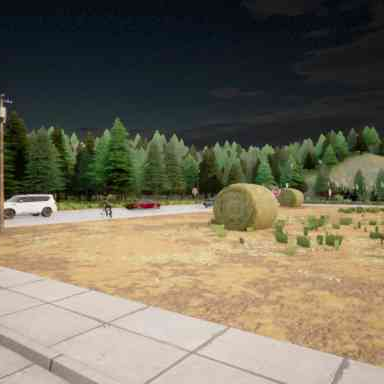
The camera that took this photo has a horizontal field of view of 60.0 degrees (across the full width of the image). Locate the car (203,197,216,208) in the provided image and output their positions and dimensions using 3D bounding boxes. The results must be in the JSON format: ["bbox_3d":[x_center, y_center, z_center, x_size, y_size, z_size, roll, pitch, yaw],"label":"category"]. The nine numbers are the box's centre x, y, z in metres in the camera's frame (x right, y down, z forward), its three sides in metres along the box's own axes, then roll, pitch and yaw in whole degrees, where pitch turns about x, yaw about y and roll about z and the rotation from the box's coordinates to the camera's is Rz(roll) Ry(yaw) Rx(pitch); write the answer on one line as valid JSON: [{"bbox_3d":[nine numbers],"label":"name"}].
[{"bbox_3d":[3.557,1.518,47.757,2.128,1.511,4.902,0,0,37],"label":"car"}]

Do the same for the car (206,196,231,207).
[{"bbox_3d":[4.427,1.542,54.881,1.882,1.535,5.008,0,0,36],"label":"car"}]

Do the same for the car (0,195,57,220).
[{"bbox_3d":[-14.710,1.248,29.152,2.150,2.045,5.566,0,0,36],"label":"car"}]

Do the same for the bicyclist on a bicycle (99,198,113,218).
[{"bbox_3d":[-6.988,1.327,27.009,1.656,1.620,0.582,0,0,36],"label":"bicyclist on a bicycle"}]

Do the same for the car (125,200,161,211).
[{"bbox_3d":[-5.998,1.627,40.932,1.895,1.301,4.718,0,0,37],"label":"car"}]
